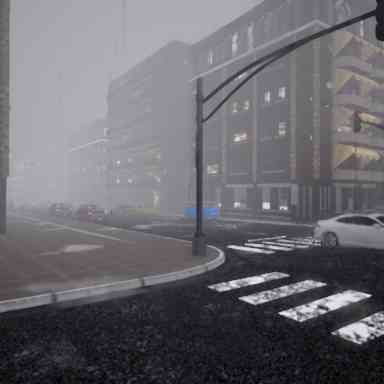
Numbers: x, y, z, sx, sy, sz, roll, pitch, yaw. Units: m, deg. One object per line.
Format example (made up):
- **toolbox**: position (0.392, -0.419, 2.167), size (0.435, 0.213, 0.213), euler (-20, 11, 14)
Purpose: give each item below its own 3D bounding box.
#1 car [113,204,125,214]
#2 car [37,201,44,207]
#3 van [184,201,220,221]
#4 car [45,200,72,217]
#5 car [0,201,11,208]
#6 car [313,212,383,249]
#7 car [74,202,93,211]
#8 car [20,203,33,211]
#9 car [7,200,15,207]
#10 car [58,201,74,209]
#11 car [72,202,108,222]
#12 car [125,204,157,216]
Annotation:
- **car**: position (-9.178, 2.247, 44.993), size (1.947, 1.339, 4.313), euler (-1, 0, -36)
- **car**: position (-38.876, 3.091, 86.180), size (1.947, 1.339, 4.313), euler (-1, 0, -36)
- **van**: position (0.855, 1.744, 31.364), size (1.690, 1.788, 3.998), euler (-1, 0, -36)
- **car**: position (-15.924, 2.090, 40.131), size (1.967, 1.590, 4.097), euler (-1, 0, -36)
- **car**: position (-45.522, 3.017, 81.180), size (1.752, 1.417, 4.829), euler (-1, 0, -36)
- **car**: position (7.020, 1.538, 12.877), size (1.812, 1.442, 4.674), euler (0, -1, -36)
- **car**: position (-19.178, 2.489, 58.860), size (1.752, 1.417, 4.829), euler (-1, 0, -36)
- **car**: position (-29.022, 2.547, 58.298), size (1.752, 1.417, 4.829), euler (-1, 0, -36)
- **car**: position (-42.326, 2.715, 76.743), size (2.192, 1.841, 5.009), euler (-1, 0, -36)
- **car**: position (-25.679, 2.589, 67.875), size (1.967, 1.590, 4.097), euler (-1, 0, -36)
- **car**: position (-9.325, 1.905, 30.978), size (1.967, 1.590, 4.097), euler (-1, 0, -36)
- **car**: position (-5.978, 2.116, 40.555), size (1.752, 1.417, 4.829), euler (-1, 0, -36)
